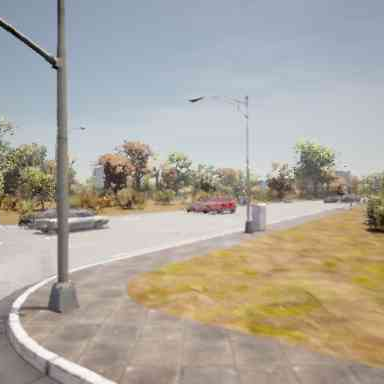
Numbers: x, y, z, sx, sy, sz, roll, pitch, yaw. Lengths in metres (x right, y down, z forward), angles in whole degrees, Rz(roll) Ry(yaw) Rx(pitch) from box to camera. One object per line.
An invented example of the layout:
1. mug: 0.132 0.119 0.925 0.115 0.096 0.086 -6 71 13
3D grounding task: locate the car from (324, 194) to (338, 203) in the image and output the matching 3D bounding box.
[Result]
1. car: 31.042 1.812 74.898 1.994 1.385 4.181 -1 -1 35

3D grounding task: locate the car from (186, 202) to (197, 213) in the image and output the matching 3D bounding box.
1. car: 1.029 1.889 41.681 1.994 1.385 4.181 -1 -1 32

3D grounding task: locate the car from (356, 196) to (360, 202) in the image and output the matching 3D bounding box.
1. car: 39.593 1.642 80.982 1.994 1.385 4.181 -1 -1 36

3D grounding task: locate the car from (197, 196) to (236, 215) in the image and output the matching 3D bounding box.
1. car: 3.208 1.497 38.596 2.150 2.045 5.566 -1 -1 32

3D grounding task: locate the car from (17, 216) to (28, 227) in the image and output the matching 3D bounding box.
1. car: -9.821 1.852 24.506 2.033 1.411 5.357 -1 -1 32

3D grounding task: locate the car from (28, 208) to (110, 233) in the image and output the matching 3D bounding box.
1. car: -7.625 1.856 21.422 1.895 1.301 4.718 -1 0 30

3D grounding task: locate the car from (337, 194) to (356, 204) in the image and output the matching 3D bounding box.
1. car: 33.708 1.711 72.602 1.837 1.490 4.892 -1 -1 35
